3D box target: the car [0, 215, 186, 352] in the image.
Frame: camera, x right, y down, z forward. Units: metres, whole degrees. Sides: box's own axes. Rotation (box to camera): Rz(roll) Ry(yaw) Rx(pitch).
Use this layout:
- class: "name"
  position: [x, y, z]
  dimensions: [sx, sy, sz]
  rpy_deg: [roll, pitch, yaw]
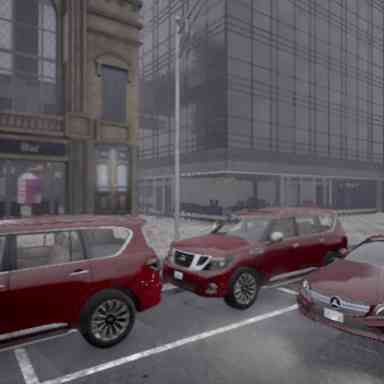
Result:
- class: "car"
  position: [-2.806, 1.317, 4.763]
  dimensions: [5.009, 1.841, 2.192]
  rpy_deg: [0, 0, -35]

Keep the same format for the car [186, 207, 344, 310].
- class: "car"
  position: [1.785, 1.331, 8.036]
  dimensions: [5.009, 1.841, 2.192]
  rpy_deg: [0, 0, -35]

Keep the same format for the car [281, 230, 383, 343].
- class: "car"
  position: [3.964, 1.544, 6.205]
  dimensions: [4.674, 1.442, 1.812]
  rpy_deg: [0, 0, -35]
